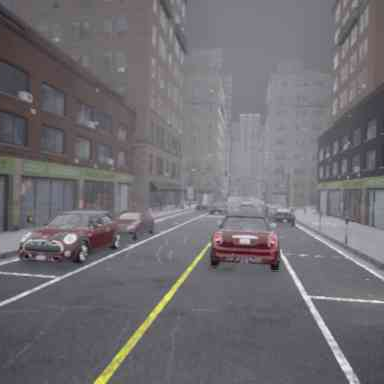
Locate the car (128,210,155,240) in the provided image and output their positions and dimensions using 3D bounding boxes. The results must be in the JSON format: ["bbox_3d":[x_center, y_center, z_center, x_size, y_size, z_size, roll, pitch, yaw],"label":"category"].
[{"bbox_3d":[-3.079,1.584,17.036,1.802,1.307,4.206,1,0,10],"label":"car"}]

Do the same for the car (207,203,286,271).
[{"bbox_3d":[1.893,1.474,11.760,2.097,1.767,4.553,2,0,10],"label":"car"}]

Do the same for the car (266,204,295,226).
[{"bbox_3d":[7.198,1.910,26.629,2.008,1.369,4.403,1,0,10],"label":"car"}]

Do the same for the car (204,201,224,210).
[{"bbox_3d":[3.061,1.839,37.625,2.033,1.411,5.357,2,0,10],"label":"car"}]

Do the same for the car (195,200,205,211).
[{"bbox_3d":[1.566,1.826,44.574,1.887,1.381,4.507,1,0,10],"label":"car"}]

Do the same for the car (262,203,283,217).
[{"bbox_3d":[9.058,2.036,37.645,1.947,1.339,4.313,1,0,10],"label":"car"}]

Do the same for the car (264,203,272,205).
[{"bbox_3d":[8.157,1.942,32.305,1.752,1.417,4.829,1,0,10],"label":"car"}]

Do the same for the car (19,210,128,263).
[{"bbox_3d":[-4.005,1.385,11.529,1.967,1.590,4.097,1,0,10],"label":"car"}]

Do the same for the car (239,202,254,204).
[{"bbox_3d":[4.551,1.833,27.552,2.033,1.411,5.357,2,0,10],"label":"car"}]

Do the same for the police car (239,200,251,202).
[{"bbox_3d":[7.121,1.865,43.375,1.930,1.638,5.238,2,0,10],"label":"police car"}]

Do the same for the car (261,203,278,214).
[{"bbox_3d":[9.987,2.107,43.152,1.802,1.307,4.206,1,0,10],"label":"car"}]
